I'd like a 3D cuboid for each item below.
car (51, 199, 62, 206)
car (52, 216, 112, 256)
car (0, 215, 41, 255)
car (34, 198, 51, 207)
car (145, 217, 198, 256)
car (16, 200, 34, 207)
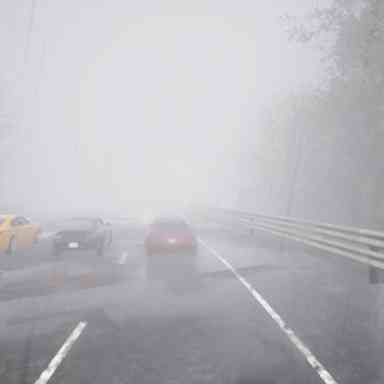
[{"bbox_3d":[-32.805,2.480,79.165,4.553,1.767,2.097,-1,-1,43],"label":"car"},{"bbox_3d":[-4.494,1.728,14.038,1.812,1.442,4.674,0,-1,-8],"label":"car"},{"bbox_3d":[-8.056,1.696,14.224,1.882,1.535,5.008,0,0,-8],"label":"car"},{"bbox_3d":[-35.334,2.332,76.743,5.566,2.045,2.150,-1,-1,43],"label":"car"},{"bbox_3d":[-0.957,1.754,14.032,1.994,1.385,4.181,0,-1,-7],"label":"car"},{"bbox_3d":[-37.796,2.640,74.254,4.181,1.385,1.994,-1,-1,43],"label":"car"}]
